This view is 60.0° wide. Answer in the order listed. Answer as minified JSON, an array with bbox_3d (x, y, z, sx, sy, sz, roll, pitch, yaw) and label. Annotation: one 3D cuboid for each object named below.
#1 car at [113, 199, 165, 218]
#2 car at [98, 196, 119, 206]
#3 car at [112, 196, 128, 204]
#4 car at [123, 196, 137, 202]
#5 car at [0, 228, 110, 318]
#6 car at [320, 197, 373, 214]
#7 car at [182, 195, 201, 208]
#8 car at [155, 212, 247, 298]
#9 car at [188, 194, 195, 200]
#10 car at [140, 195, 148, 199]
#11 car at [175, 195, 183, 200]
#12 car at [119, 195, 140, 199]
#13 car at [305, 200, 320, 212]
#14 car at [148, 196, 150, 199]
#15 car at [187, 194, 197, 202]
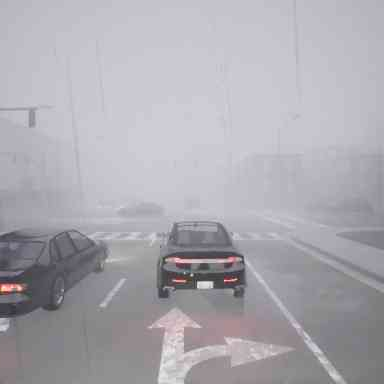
[{"bbox_3d":[-4.512,1.564,29.820,4.181,1.385,1.994,0,0,-41],"label":"car"},{"bbox_3d":[-14.084,1.601,55.291,1.895,1.301,4.718,0,0,0],"label":"car"},{"bbox_3d":[-14.035,1.547,64.962,2.033,1.411,5.357,0,0,0],"label":"car"},{"bbox_3d":[-14.009,1.540,75.583,2.033,1.411,5.357,0,0,0],"label":"car"},{"bbox_3d":[-3.432,1.547,7.712,2.033,1.411,5.357,0,0,0],"label":"car"},{"bbox_3d":[16.539,1.354,35.278,4.553,1.767,2.097,0,0,0],"label":"car"},{"bbox_3d":[0.162,1.505,47.406,1.837,1.490,4.892,-2,0,-7],"label":"car"},{"bbox_3d":[0.114,1.492,8.517,2.128,1.511,4.902,0,0,-3],"label":"car"},{"bbox_3d":[-0.011,1.478,92.774,1.882,1.535,5.008,0,0,0],"label":"car"},{"bbox_3d":[-10.542,1.352,65.060,2.097,1.767,4.553,0,0,0],"label":"car"},{"bbox_3d":[-3.511,1.524,92.936,1.812,1.442,4.674,0,0,0],"label":"car"},{"bbox_3d":[-10.582,1.491,56.094,2.128,1.511,4.902,0,0,0],"label":"car"},{"bbox_3d":[15.747,1.490,38.778,4.902,1.511,2.128,0,0,0],"label":"car"},{"bbox_3d":[-10.509,1.525,75.248,2.128,1.511,4.902,0,0,0],"label":"car"},{"bbox_3d":[-0.007,1.355,75.682,2.097,1.767,4.553,0,0,0],"label":"car"}]
